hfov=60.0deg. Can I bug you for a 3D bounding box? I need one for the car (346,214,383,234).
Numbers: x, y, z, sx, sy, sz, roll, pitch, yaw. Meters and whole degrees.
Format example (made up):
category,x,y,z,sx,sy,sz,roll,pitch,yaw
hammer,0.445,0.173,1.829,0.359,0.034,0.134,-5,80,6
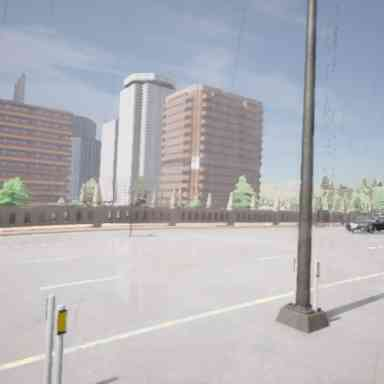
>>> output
category,x,y,z,sx,sy,sz,roll,pitch,yaw
car,14.615,2.602,27.304,4.902,1.511,2.128,4,-2,-35
